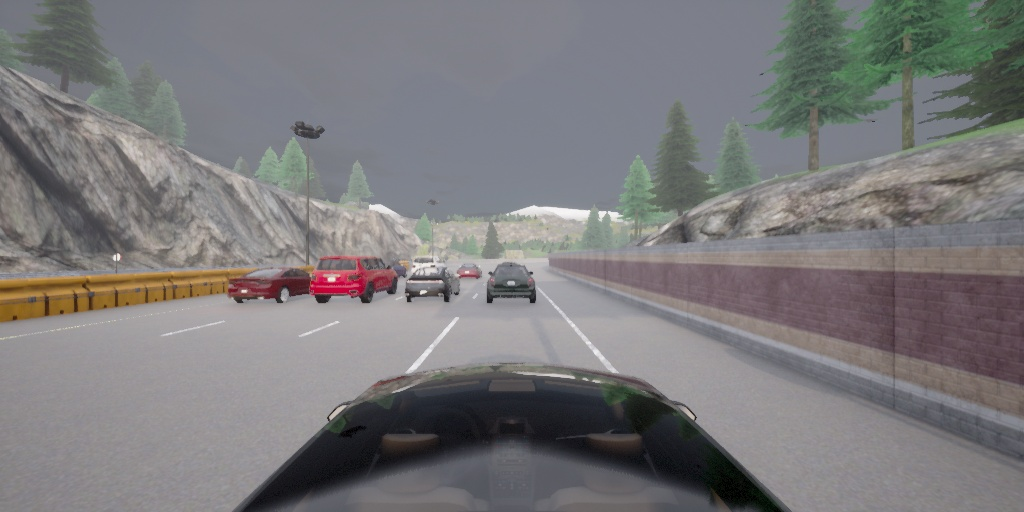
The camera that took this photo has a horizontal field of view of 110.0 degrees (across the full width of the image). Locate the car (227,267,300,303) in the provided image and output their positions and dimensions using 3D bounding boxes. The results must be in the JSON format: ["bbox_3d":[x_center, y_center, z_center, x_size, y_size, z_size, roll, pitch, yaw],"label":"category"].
[{"bbox_3d":[-10.554,1.232,16.566,1.882,1.535,5.008,0,0,-1],"label":"car"}]

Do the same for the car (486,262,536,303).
[{"bbox_3d":[-0.054,1.113,16.669,2.097,1.767,4.553,0,0,-1],"label":"car"}]

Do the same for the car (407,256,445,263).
[{"bbox_3d":[-7.244,1.005,31.639,2.150,2.045,5.566,0,0,-1],"label":"car"}]

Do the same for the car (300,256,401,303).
[{"bbox_3d":[-7.054,1.005,16.640,2.150,2.045,5.566,0,0,-1],"label":"car"}]

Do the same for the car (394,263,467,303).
[{"bbox_3d":[-3.554,1.242,16.655,2.128,1.511,4.902,0,0,-1],"label":"car"}]

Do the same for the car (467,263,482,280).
[{"bbox_3d":[-3.744,1.320,31.654,1.994,1.385,4.181,0,0,-1],"label":"car"}]
